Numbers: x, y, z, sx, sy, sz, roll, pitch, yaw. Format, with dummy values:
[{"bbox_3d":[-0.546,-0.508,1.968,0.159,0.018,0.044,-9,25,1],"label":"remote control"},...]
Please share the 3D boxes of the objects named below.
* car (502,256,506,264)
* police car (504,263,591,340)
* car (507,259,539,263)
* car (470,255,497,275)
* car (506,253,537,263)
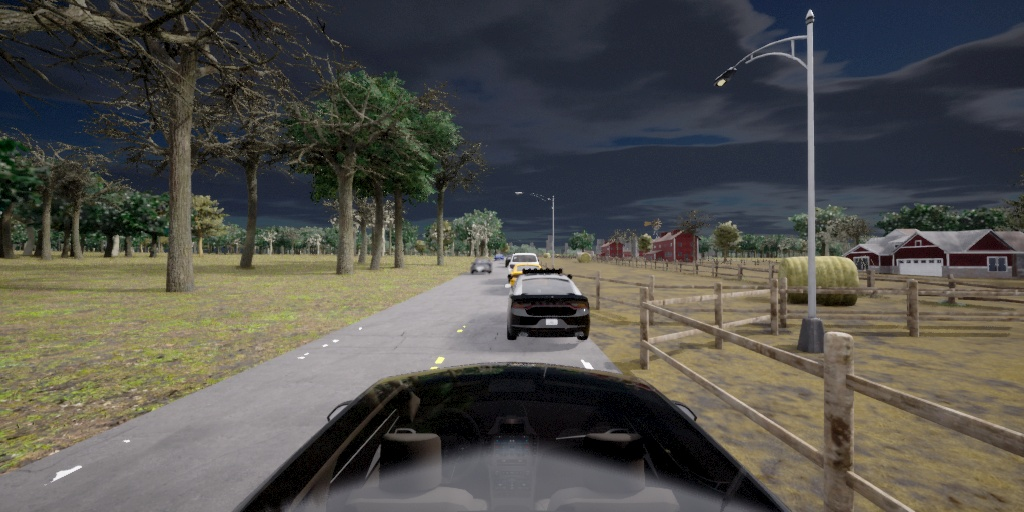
[{"bbox_3d":[0.048,0.747,49.291,1.882,1.535,5.008,0,1,1],"label":"car"},{"bbox_3d":[0.826,1.156,10.030,1.930,1.638,5.238,0,0,0],"label":"police car"},{"bbox_3d":[0.828,1.134,19.921,1.882,1.535,5.008,0,1,0],"label":"car"},{"bbox_3d":[-2.846,0.973,34.077,2.128,1.511,4.902,0,1,0],"label":"car"},{"bbox_3d":[0.829,0.810,25.952,2.150,2.045,5.566,0,1,0],"label":"car"}]
